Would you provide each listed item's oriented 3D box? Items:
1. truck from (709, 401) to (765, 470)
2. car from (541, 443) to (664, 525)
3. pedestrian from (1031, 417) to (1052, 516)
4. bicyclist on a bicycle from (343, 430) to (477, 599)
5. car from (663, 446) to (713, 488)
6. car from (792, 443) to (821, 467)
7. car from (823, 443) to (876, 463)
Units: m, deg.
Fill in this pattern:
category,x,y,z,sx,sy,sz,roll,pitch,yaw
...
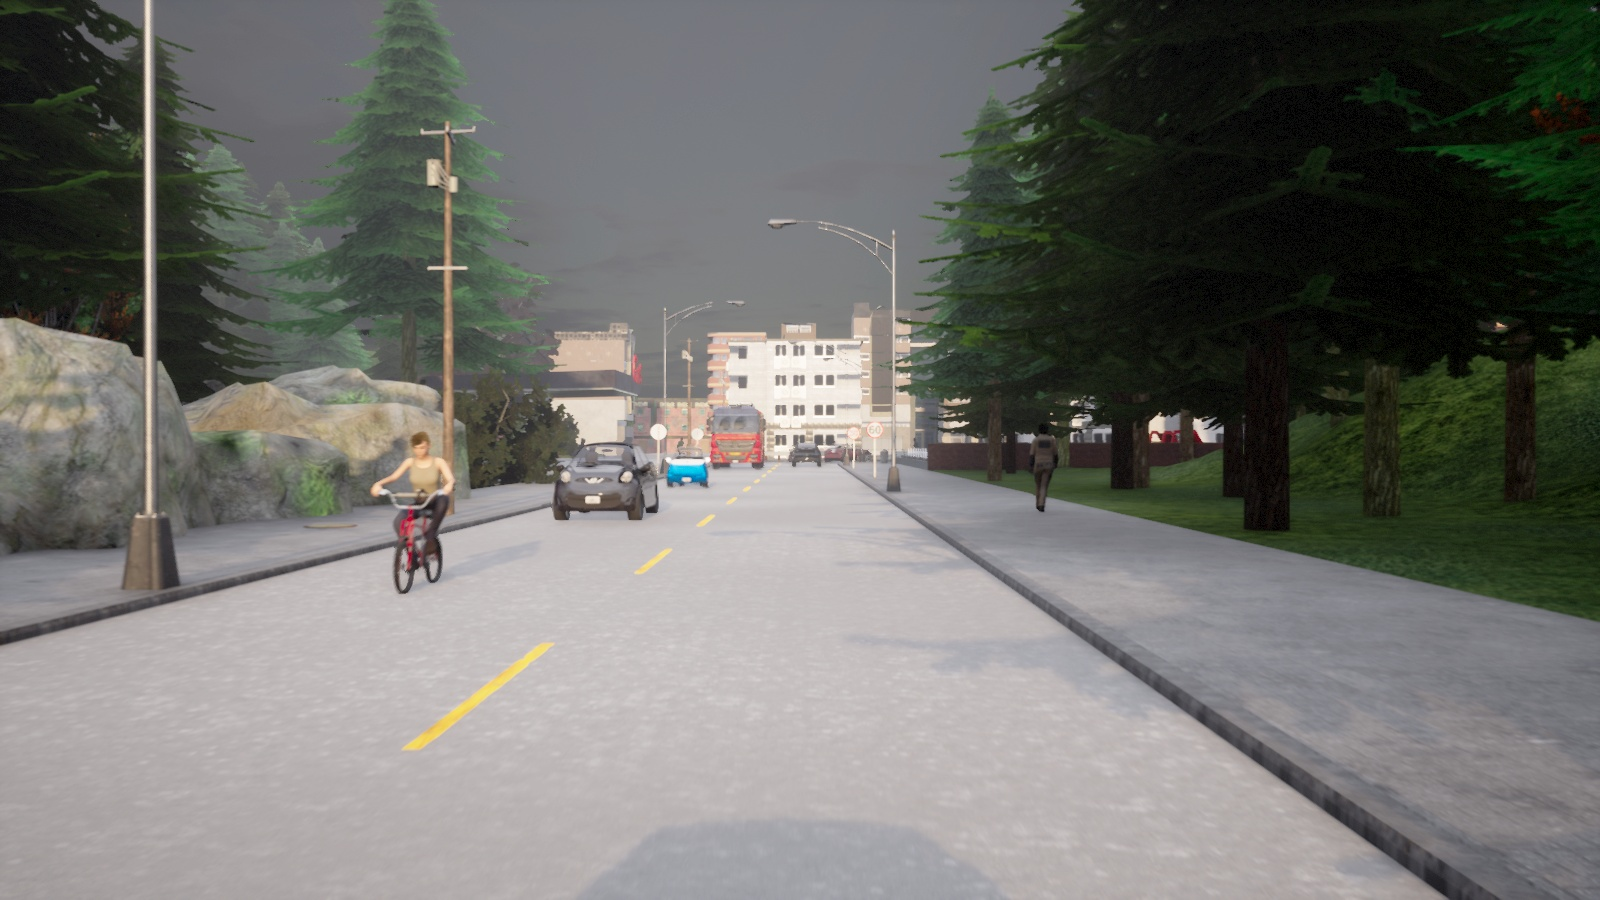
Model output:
category,x,y,z,sx,sy,sz,roll,pitch,yaw
truck,-3.608,-0.837,73.880,2.891,3.827,8.468,0,0,0
car,-3.841,0.616,24.994,1.845,1.501,3.633,0,0,0
pedestrian,4.817,0.319,25.001,0.396,1.930,0.692,0,0,12
bicyclist on a bicycle,-3.908,0.608,12.712,0.866,1.612,1.509,0,0,1
car,-3.743,0.560,42.263,1.481,1.376,2.207,0,0,0
car,0.428,0.297,80.672,1.837,1.490,4.892,0,0,0
car,3.710,0.187,93.877,1.970,1.475,3.806,0,0,42
